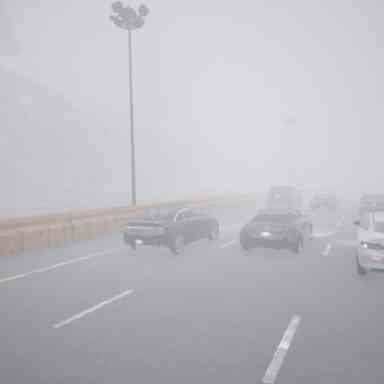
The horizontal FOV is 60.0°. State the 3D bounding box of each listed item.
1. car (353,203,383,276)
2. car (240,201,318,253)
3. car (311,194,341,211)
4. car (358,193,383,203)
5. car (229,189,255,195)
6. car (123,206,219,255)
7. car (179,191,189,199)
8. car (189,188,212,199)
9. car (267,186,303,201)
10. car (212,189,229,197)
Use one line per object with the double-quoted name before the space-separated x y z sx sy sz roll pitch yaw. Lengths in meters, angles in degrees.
"car" 5.369 1.232 8.778 1.812 1.442 4.674 -1 1 27
"car" 3.249 1.255 12.335 1.994 1.385 4.181 -1 1 27
"car" 11.231 0.807 27.774 1.895 1.301 4.718 -1 1 29
"car" 12.803 0.798 23.389 2.033 1.411 5.357 -1 1 28
"car" 7.959 0.363 49.037 1.882 1.535 5.008 -1 1 36
"car" -0.565 1.272 12.548 2.128 1.511 4.902 -1 1 27
"car" 0.133 0.489 56.139 2.033 1.411 5.357 -1 1 36
"car" 2.199 0.302 53.005 2.097 1.767 4.553 -1 1 36
"car" 8.398 0.455 29.896 2.150 2.045 5.566 -1 1 29
"car" 5.710 0.379 51.892 2.128 1.511 4.902 -1 1 36
